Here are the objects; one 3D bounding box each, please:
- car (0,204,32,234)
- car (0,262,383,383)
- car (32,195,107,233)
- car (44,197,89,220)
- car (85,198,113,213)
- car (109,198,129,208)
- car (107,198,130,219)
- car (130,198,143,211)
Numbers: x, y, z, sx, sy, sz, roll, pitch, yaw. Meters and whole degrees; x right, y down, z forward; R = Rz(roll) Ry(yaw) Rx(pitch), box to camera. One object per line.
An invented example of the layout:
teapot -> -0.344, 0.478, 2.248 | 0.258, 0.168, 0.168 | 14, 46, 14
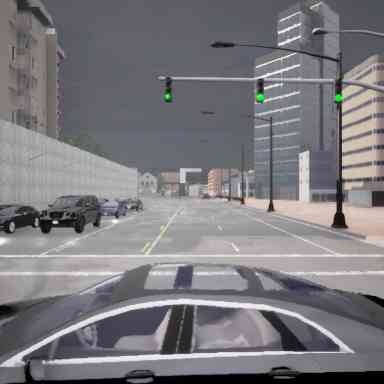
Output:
car -> -10.608, 1.505, 19.419 | 1.837, 1.490, 4.892 | 0, 0, 0
car -> -0.315, 1.494, 3.131 | 4.902, 1.511, 2.128 | 0, 0, 0
car -> -7.104, 1.221, 20.051 | 2.150, 2.045, 5.566 | 0, 0, 0
car -> -10.611, 1.352, 28.487 | 2.097, 1.767, 4.553 | 0, 0, 0
car -> -10.609, 1.505, 38.305 | 1.837, 1.490, 4.892 | 0, 0, 0
car -> -10.576, 1.601, 48.365 | 1.895, 1.301, 4.718 | 0, 0, 0
car -> -7.111, 1.526, 29.692 | 1.812, 1.442, 4.674 | 0, 0, 0
car -> -7.107, 1.491, 40.034 | 2.128, 1.511, 4.902 | 0, 0, 0
